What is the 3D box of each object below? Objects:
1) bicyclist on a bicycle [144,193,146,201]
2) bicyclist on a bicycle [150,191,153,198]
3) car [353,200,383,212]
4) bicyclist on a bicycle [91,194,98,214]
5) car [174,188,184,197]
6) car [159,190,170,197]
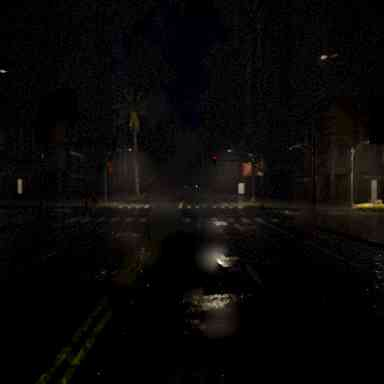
[{"bbox_3d":[-8.740,0.907,61.792,0.582,1.620,1.656,0,1,0],"label":"bicyclist on a bicycle"},{"bbox_3d":[-8.742,0.734,71.623,0.659,1.776,1.843,0,0,0],"label":"bicyclist on a bicycle"},{"bbox_3d":[20.585,1.525,37.180,4.829,1.417,1.752,1,0,0],"label":"car"},{"bbox_3d":[-8.765,1.033,29.692,0.659,1.776,1.843,0,1,0],"label":"bicyclist on a bicycle"},{"bbox_3d":[-3.266,0.089,83.581,2.150,2.045,5.566,0,1,0],"label":"car"},{"bbox_3d":[-6.516,0.459,83.584,1.895,1.301,4.718,0,1,0],"label":"car"}]
